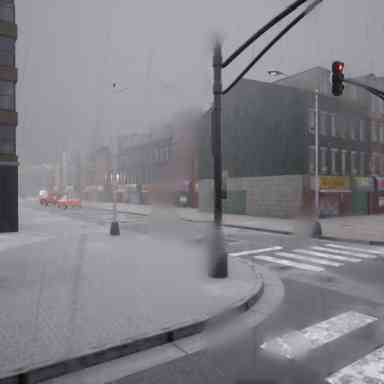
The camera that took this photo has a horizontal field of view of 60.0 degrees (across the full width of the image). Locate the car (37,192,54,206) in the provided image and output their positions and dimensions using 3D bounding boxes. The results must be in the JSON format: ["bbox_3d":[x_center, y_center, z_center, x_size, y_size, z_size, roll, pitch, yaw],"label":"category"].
[{"bbox_3d":[-21.631,1.044,50.922,2.150,2.045,5.566,0,0,-36],"label":"car"}]

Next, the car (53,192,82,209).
[{"bbox_3d":[-15.891,1.205,42.982,2.097,1.767,4.553,0,0,-36],"label":"car"}]
